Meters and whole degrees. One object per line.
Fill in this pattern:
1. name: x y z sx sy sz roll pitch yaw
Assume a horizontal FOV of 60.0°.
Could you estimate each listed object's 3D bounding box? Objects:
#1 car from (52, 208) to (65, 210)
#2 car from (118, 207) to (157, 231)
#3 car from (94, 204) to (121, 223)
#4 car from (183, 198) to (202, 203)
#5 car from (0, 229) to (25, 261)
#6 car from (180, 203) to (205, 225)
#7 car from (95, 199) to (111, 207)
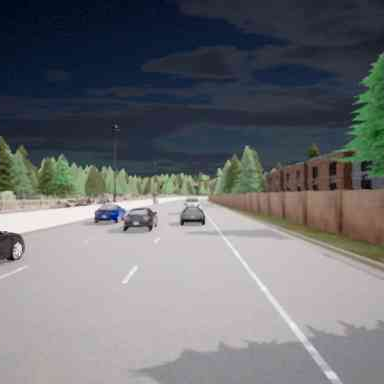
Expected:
1. car: -14.124 1.941 35.579 1.812 1.442 4.674 0 -1 0
2. car: -3.417 1.789 22.465 1.812 1.442 4.674 0 -1 -1
3. car: -6.932 1.813 28.663 1.882 1.535 5.008 0 -1 0
4. car: 0.053 1.707 41.534 2.150 2.045 5.566 0 -1 0
5. car: -6.904 1.623 9.980 1.837 1.490 4.892 0 -1 0
6. car: 0.069 1.880 27.218 1.994 1.385 4.181 0 -1 0
7. car: -17.574 2.118 66.038 1.837 1.490 4.892 0 -1 0
